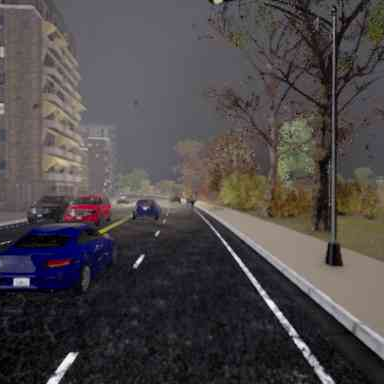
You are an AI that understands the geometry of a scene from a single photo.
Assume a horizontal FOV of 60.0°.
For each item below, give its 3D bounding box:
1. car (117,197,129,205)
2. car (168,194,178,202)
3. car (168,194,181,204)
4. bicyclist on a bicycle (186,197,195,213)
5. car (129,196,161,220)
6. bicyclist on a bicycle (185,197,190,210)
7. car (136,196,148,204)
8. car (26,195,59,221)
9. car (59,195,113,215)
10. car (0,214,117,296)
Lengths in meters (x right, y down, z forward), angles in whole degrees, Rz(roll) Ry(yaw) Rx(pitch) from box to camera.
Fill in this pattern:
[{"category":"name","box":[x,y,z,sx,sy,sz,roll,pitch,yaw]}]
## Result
[{"category":"car","box":[-12.595,1.547,61.358,2.033,1.411,5.357,0,0,-5]},{"category":"car","box":[-4.371,1.332,76.981,2.097,1.767,4.553,0,0,-7]},{"category":"car","box":[-3.144,1.486,65.502,1.837,1.490,4.892,0,-1,-5]},{"category":"bicyclist on a bicycle","box":[0.041,1.366,33.332,0.659,1.776,1.843,0,0,-3]},{"category":"car","box":[-3.796,1.353,28.463,2.097,1.767,4.553,0,0,-2]},{"category":"bicyclist on a bicycle","box":[-0.538,1.445,43.547,0.582,1.620,1.656,0,0,-4]},{"category":"car","box":[-9.583,1.471,63.976,1.882,1.535,5.008,0,0,-5]},{"category":"car","box":[-10.360,1.229,25.171,2.150,2.045,5.566,0,0,-2]},{"category":"car","box":[-7.034,1.225,23.206,2.150,2.045,5.566,0,0,-2]},{"category":"car","box":[-3.233,1.528,8.548,1.812,1.442,4.674,0,0,-1]}]
